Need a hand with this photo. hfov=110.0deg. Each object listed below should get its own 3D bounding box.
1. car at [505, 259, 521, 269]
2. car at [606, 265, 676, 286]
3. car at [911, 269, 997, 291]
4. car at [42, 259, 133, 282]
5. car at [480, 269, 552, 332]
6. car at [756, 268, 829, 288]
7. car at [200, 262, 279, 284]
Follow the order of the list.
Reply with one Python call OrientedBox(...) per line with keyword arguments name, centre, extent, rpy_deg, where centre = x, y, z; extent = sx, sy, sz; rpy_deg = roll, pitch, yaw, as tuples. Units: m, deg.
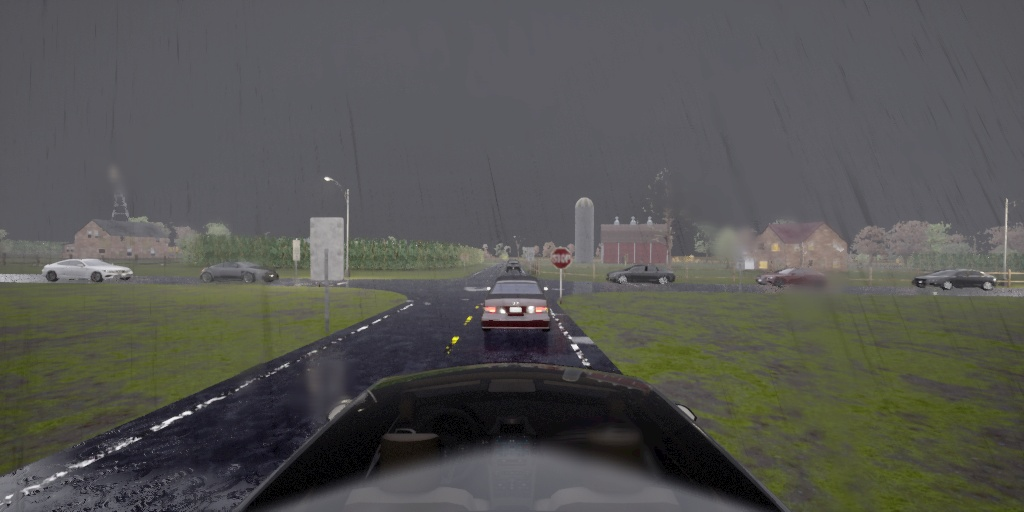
OrientedBox(name="car", centre=(0.184, 1.285, 48.044), extent=(1.837, 1.490, 4.892), rpy_deg=(0, 0, 0))
OrientedBox(name="car", centre=(9.585, 1.398, 26.824), extent=(4.892, 1.490, 1.837), rpy_deg=(1, 1, 4))
OrientedBox(name="car", centre=(32.722, 1.718, 26.600), extent=(4.892, 1.490, 1.837), rpy_deg=(1, 1, 0))
OrientedBox(name="car", centre=(-27.837, 0.909, 23.557), extent=(4.674, 1.442, 1.812), rpy_deg=(1, 1, 0))
OrientedBox(name="car", centre=(0.147, 1.298, 10.851), extent=(2.033, 1.411, 5.357), rpy_deg=(0, 0, 1))
OrientedBox(name="car", centre=(20.739, 1.576, 26.592), extent=(4.674, 1.442, 1.812), rpy_deg=(1, 1, 0))
OrientedBox(name="car", centre=(-17.792, 1.096, 23.569), extent=(4.181, 1.385, 1.994), rpy_deg=(1, 1, 0))
